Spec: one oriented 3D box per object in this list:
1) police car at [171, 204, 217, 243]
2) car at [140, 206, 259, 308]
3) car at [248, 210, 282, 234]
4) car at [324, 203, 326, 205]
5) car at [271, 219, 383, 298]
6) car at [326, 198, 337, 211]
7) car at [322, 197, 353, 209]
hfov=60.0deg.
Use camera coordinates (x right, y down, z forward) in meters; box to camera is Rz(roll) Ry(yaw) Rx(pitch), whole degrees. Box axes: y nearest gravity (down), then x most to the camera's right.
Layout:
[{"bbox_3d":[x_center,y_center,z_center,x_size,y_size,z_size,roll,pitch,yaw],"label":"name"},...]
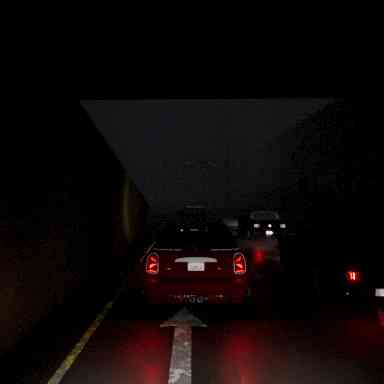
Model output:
[{"bbox_3d":[0.087,1.504,17.180,2.038,1.542,4.974,0,0,0],"label":"police car"},{"bbox_3d":[0.079,1.352,8.055,2.097,1.767,4.553,0,0,0],"label":"car"},{"bbox_3d":[3.591,1.601,17.628,1.895,1.301,4.718,0,0,0],"label":"car"},{"bbox_3d":[17.516,1.453,39.950,2.038,1.542,4.974,0,0,45],"label":"car"},{"bbox_3d":[3.603,1.601,8.471,1.895,1.301,4.718,0,0,0],"label":"car"},{"bbox_3d":[17.414,1.453,35.343,2.038,1.542,4.974,0,0,-35],"label":"car"},{"bbox_3d":[17.553,1.295,39.987,1.853,1.218,4.536,0,0,45],"label":"car"}]
